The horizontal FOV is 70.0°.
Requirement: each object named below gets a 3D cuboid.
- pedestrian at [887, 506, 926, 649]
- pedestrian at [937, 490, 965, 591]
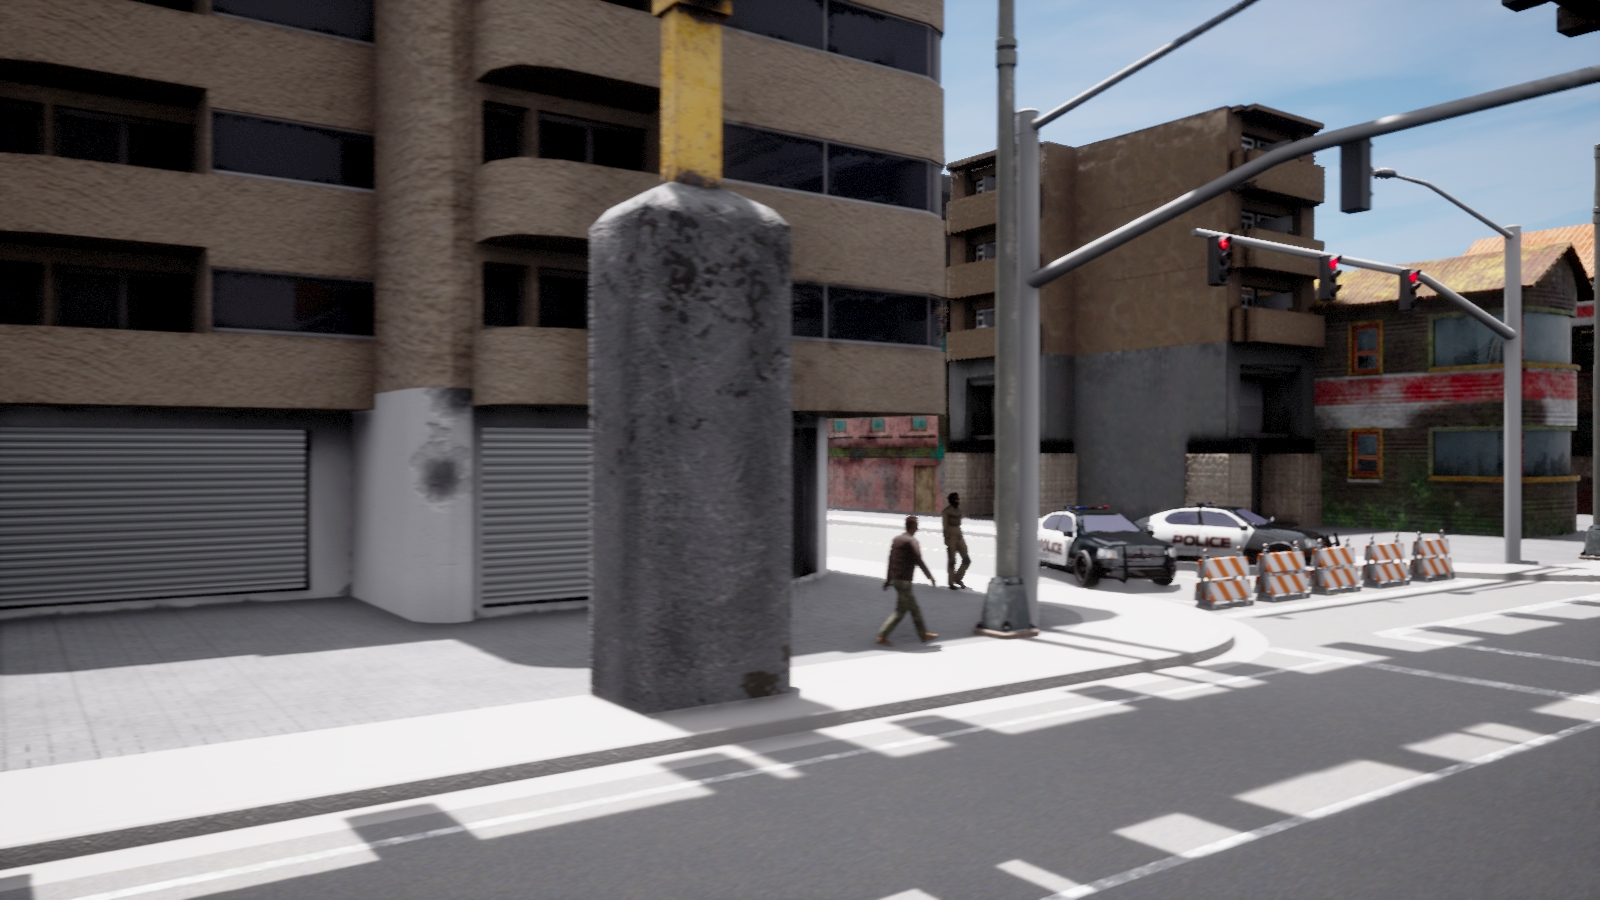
[{"bbox_3d":[1.435,1.702,15.395,0.375,1.860,0.375,0,0,-26],"label":"pedestrian"},{"bbox_3d":[2.851,1.702,21.574,0.375,1.860,0.375,0,0,-35],"label":"pedestrian"}]
